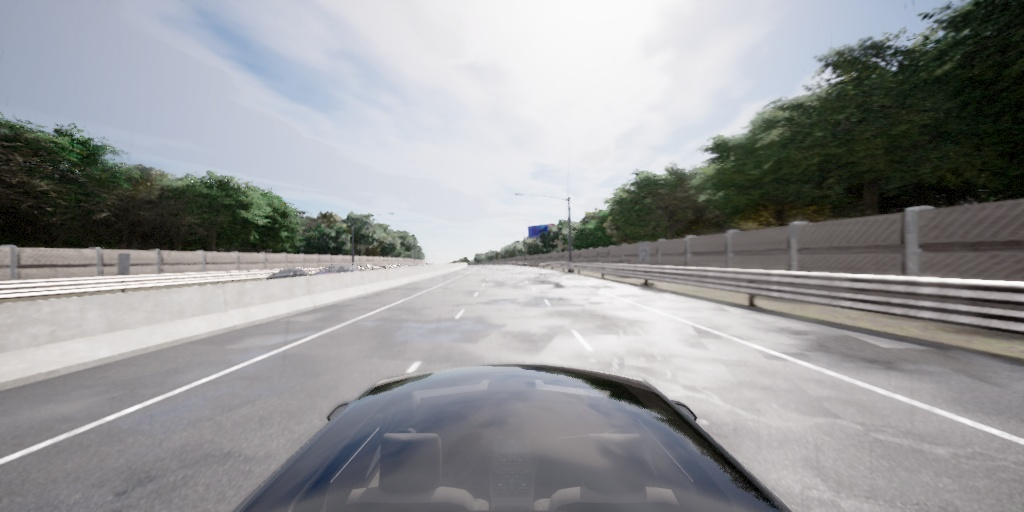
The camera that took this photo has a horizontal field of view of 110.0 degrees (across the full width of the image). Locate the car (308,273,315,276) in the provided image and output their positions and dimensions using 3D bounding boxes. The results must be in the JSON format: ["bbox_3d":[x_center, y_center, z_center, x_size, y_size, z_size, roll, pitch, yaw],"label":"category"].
[{"bbox_3d":[-18.319,1.765,36.646,2.097,1.767,4.553,-1,0,-2],"label":"car"}]

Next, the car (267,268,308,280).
[{"bbox_3d":[-21.759,1.983,35.041,1.837,1.490,4.892,-1,-1,-2],"label":"car"}]

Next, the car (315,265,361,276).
[{"bbox_3d":[-14.654,1.639,31.106,2.097,1.767,4.553,-1,0,-2],"label":"car"}]
